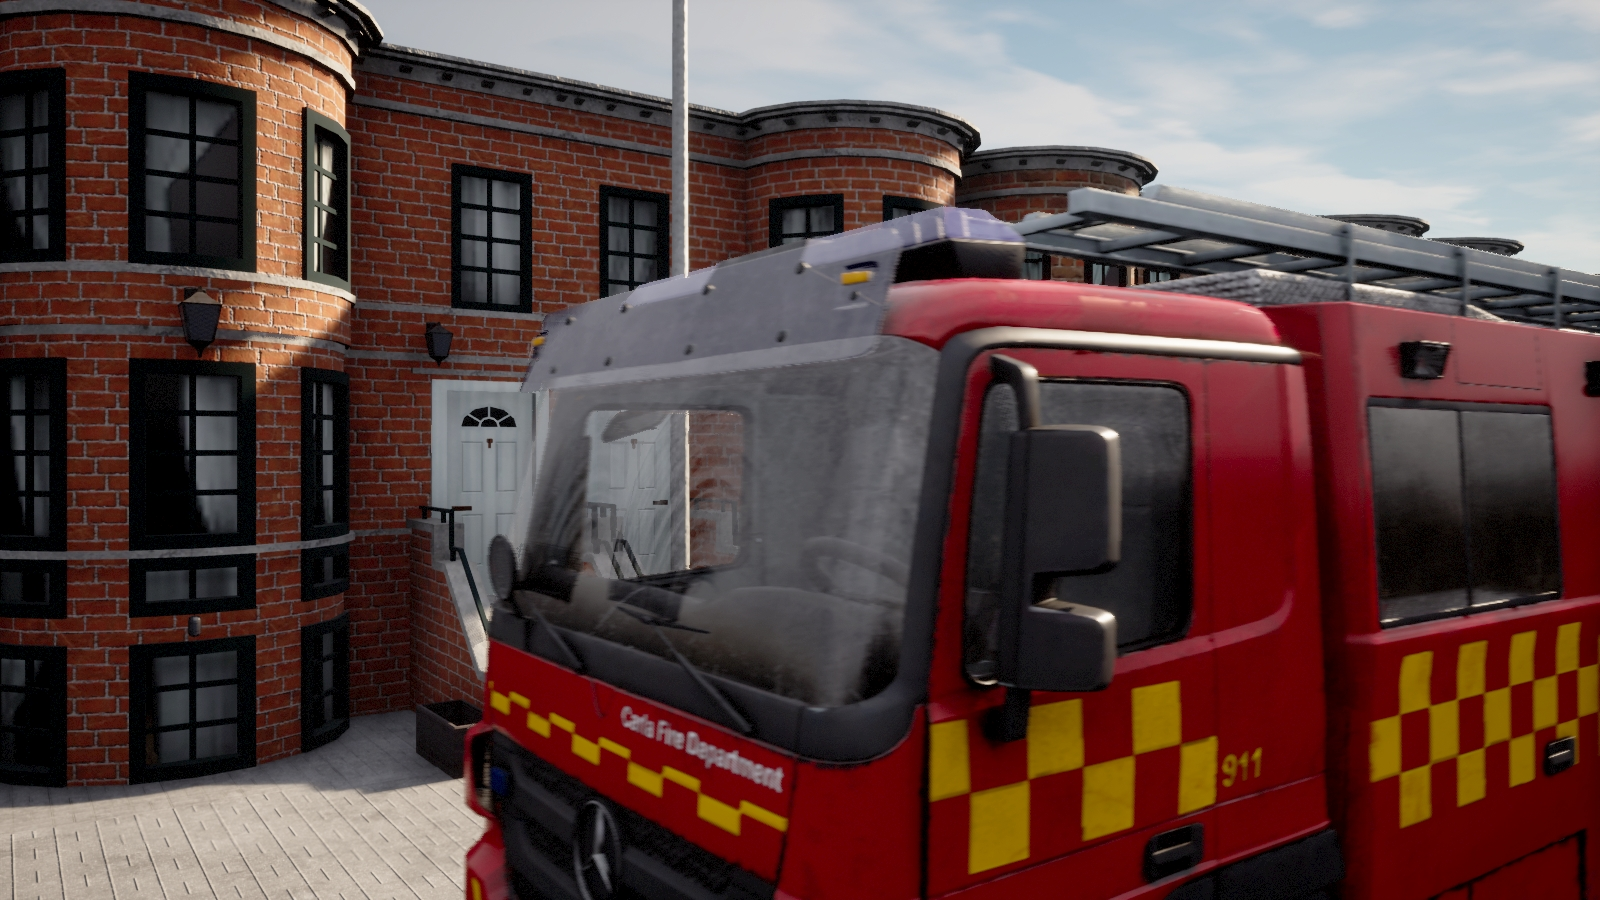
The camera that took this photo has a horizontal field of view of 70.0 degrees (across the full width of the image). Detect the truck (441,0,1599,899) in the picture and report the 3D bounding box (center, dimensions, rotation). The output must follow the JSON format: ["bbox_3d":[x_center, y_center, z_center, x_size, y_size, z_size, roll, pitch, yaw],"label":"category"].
[{"bbox_3d":[2.710,0.668,6.300,8.468,3.827,2.891,0,0,-35],"label":"truck"}]
